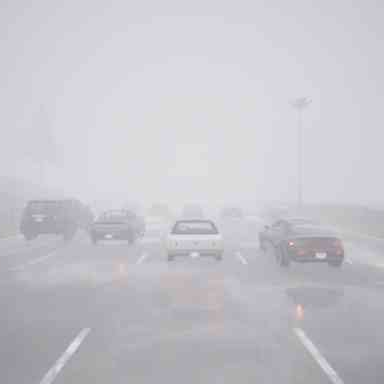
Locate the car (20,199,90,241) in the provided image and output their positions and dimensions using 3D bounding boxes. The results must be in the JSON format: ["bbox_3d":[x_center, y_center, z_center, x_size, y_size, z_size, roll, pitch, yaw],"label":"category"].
[{"bbox_3d":[-6.903,1.351,17.684,2.150,2.045,5.566,0,0,0],"label":"car"}]

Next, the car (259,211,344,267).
[{"bbox_3d":[3.600,1.610,11.571,1.812,1.442,4.674,0,0,0],"label":"car"}]

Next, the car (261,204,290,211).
[{"bbox_3d":[7.097,1.732,28.430,1.812,1.442,4.674,0,0,0],"label":"car"}]

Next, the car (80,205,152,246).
[{"bbox_3d":[-3.402,1.609,15.992,2.128,1.511,4.902,0,0,0],"label":"car"}]

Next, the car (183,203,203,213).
[{"bbox_3d":[0.096,1.805,33.273,1.994,1.385,4.181,0,0,0],"label":"car"}]

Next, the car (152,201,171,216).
[{"bbox_3d":[-3.407,1.743,36.669,1.882,1.535,5.008,0,0,0],"label":"car"}]

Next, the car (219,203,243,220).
[{"bbox_3d":[3.597,1.750,31.020,1.812,1.442,4.674,0,0,0],"label":"car"}]

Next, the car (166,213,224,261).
[{"bbox_3d":[0.094,1.694,12.704,1.895,1.301,4.718,0,0,0],"label":"car"}]

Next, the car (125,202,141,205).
[{"bbox_3d":[-6.909,1.843,38.486,1.994,1.385,4.181,0,0,0],"label":"car"}]
